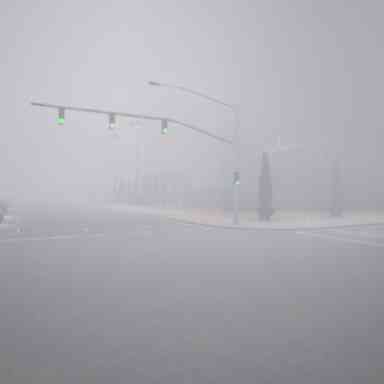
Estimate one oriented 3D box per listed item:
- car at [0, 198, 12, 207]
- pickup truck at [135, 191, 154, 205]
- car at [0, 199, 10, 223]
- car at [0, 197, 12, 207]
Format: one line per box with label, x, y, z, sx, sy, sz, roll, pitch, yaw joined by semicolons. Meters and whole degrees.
car;-19.749;1.513;33.848;1.895;1.301;4.718;0;0;-27
pickup truck;-7.410;0.958;53.853;2.390;2.098;6.274;0;0;3
car;-15.066;1.482;24.889;2.033;1.411;5.357;0;0;-28
car;-27.429;1.476;48.627;1.895;1.301;4.718;0;0;-27
